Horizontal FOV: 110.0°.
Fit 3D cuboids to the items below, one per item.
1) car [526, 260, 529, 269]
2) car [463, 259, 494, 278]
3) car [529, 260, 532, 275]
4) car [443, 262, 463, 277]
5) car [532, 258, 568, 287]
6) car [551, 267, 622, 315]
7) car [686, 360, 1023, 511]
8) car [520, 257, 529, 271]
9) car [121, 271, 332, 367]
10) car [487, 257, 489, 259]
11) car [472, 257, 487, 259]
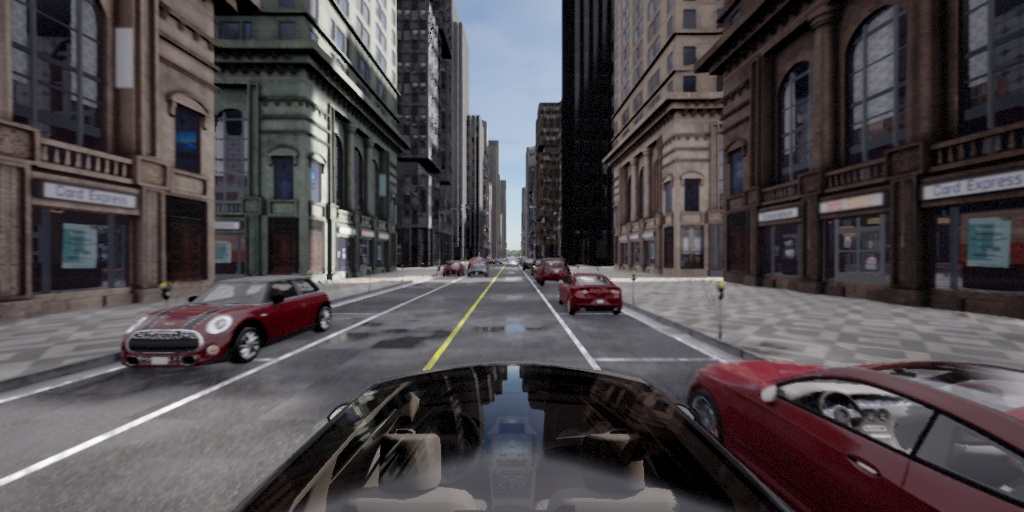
[{"bbox_3d":[2.770,1.306,35.875,1.948,1.339,4.313,0,0,0],"label":"car"},{"bbox_3d":[-3.086,1.288,34.182,2.033,1.411,5.357,0,0,0],"label":"car"},{"bbox_3d":[2.769,1.181,30.273,1.967,1.591,4.097,0,0,0],"label":"car"},{"bbox_3d":[-5.755,1.286,35.871,1.888,1.381,4.507,0,0,0],"label":"car"},{"bbox_3d":[2.768,1.057,24.672,2.192,1.841,5.009,0,0,0],"label":"car"},{"bbox_3d":[2.765,1.291,13.468,1.888,1.381,4.507,0,0,0],"label":"car"},{"bbox_3d":[2.763,1.332,2.265,1.802,1.307,4.207,0,0,0],"label":"car"},{"bbox_3d":[2.371,1.215,48.276,1.882,1.535,5.008,0,0,0],"label":"car"},{"bbox_3d":[-5.761,1.188,7.861,1.967,1.591,4.097,0,0,0],"label":"car"},{"bbox_3d":[-5.749,1.301,63.882,1.948,1.339,4.313,0,0,0],"label":"car"},{"bbox_3d":[-5.750,1.051,58.281,2.192,1.841,5.009,0,0,0],"label":"car"}]
